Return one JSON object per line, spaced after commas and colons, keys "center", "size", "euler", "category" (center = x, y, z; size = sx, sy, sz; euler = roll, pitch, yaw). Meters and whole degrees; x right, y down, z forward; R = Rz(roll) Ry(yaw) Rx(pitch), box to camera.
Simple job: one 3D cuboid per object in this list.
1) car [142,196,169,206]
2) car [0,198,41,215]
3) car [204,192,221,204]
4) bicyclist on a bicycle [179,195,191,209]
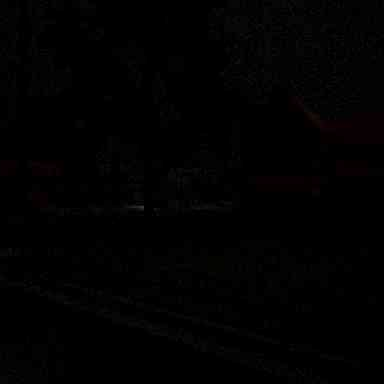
{"center": [-5.401, 1.381, 50.065], "size": [1.837, 1.490, 4.892], "euler": [0, 0, 34], "category": "car"}
{"center": [-17.349, 1.377, 32.540], "size": [1.837, 1.490, 4.892], "euler": [0, 1, 34], "category": "car"}
{"center": [3.648, 1.104, 58.519], "size": [2.150, 2.045, 5.566], "euler": [0, 0, 14], "category": "car"}
{"center": [-0.829, 1.137, 38.250], "size": [1.656, 1.620, 0.582], "euler": [0, 0, 34], "category": "bicyclist on a bicycle"}
